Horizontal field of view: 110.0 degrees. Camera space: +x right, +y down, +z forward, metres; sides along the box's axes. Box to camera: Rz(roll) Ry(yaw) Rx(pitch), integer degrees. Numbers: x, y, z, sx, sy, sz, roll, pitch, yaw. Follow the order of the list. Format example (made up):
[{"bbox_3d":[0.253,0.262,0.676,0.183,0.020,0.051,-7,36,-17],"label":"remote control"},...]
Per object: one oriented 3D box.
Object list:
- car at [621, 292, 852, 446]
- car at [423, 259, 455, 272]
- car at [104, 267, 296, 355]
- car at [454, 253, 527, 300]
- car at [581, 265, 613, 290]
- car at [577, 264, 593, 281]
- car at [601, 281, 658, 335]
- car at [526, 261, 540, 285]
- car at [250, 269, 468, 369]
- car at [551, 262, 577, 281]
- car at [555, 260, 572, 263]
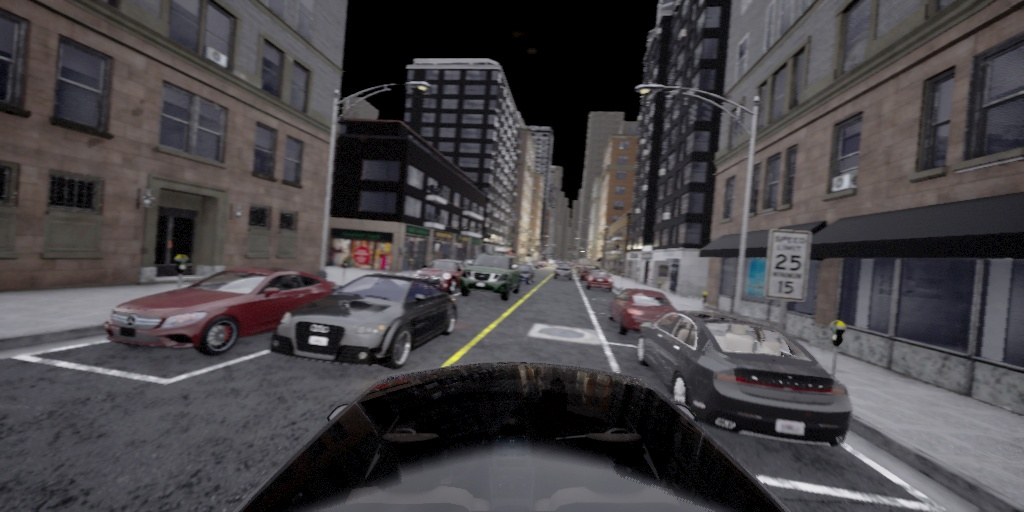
[{"bbox_3d":[3.200,1.578,5.898,2.007,1.370,4.403,0,0,9],"label":"car"},{"bbox_3d":[-3.496,0.887,18.116,1.967,1.591,4.097,0,0,9],"label":"car"},{"bbox_3d":[-5.196,0.878,7.188,1.802,1.307,4.207,0,0,9],"label":"car"},{"bbox_3d":[-0.865,0.894,17.811,2.150,2.045,5.566,5,0,9],"label":"car"},{"bbox_3d":[6.598,1.771,27.750,1.967,1.591,4.097,0,0,9],"label":"car"},{"bbox_3d":[8.298,1.800,38.676,2.192,1.841,5.009,0,0,9],"label":"car"},{"bbox_3d":[4.050,1.685,11.361,1.802,1.307,4.207,0,0,9],"label":"car"},{"bbox_3d":[0.720,1.363,28.128,2.033,1.411,5.357,5,0,9],"label":"car"},{"bbox_3d":[-2.539,1.089,7.250,1.994,1.385,4.181,5,0,9],"label":"car"},{"bbox_3d":[5.465,1.726,38.171,2.128,1.511,4.902,5,0,9],"label":"car"},{"bbox_3d":[7.466,1.768,51.018,2.097,1.767,4.553,5,0,9],"label":"car"}]
